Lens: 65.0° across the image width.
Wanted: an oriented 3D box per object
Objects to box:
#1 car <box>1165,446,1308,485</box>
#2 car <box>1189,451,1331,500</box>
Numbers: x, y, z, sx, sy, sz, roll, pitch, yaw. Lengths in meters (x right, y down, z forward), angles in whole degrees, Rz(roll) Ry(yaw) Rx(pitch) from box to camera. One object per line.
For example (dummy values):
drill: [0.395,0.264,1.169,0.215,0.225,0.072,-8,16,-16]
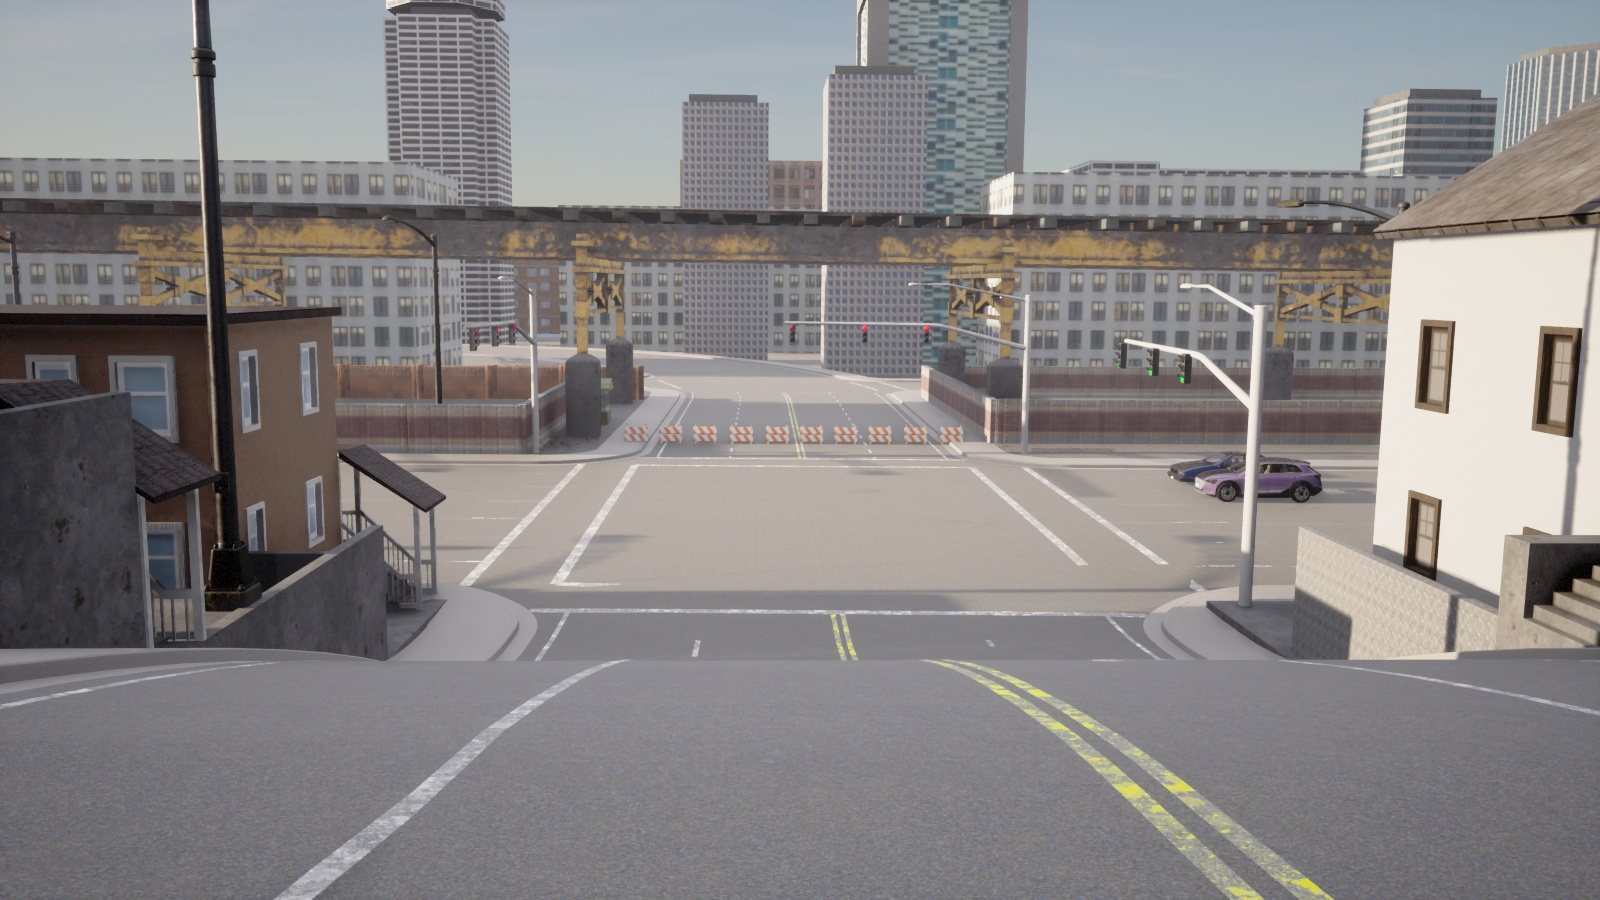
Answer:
car: [18.576,0.645,53.632,5.357,1.411,2.033,0,8,0]
car: [18.313,0.991,50.143,4.856,1.649,2.033,0,8,0]
